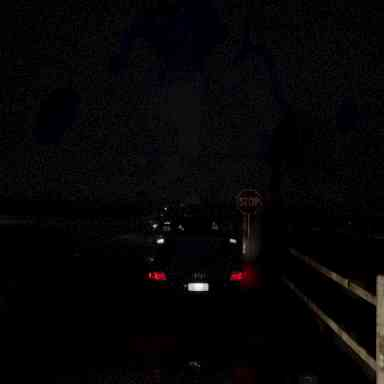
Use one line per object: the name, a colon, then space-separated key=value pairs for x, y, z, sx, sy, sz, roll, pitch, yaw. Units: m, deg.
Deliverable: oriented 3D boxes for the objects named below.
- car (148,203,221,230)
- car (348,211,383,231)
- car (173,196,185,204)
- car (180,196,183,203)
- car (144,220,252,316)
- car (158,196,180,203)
car: x=-0.295 y=1.552 z=18.755 sx=1.837 sy=1.490 sz=4.892 roll=-1 pitch=-2 yaw=42
car: x=13.783 y=2.089 z=23.822 sx=4.902 sy=1.511 sz=2.128 roll=2 pitch=0 yaw=0
car: x=-2.612 y=1.619 z=68.234 sx=2.033 sy=1.411 sz=5.357 roll=0 pitch=0 yaw=1
car: x=-2.734 y=1.600 z=47.441 sx=1.994 sy=1.385 sz=4.181 roll=0 pitch=0 yaw=0
car: x=0.112 y=1.567 z=7.595 sx=1.994 sy=1.385 sz=4.181 roll=0 pitch=0 yaw=0
car: x=-2.763 y=1.518 z=37.446 sx=2.128 sy=1.511 sz=4.902 roll=0 pitch=0 yaw=0
